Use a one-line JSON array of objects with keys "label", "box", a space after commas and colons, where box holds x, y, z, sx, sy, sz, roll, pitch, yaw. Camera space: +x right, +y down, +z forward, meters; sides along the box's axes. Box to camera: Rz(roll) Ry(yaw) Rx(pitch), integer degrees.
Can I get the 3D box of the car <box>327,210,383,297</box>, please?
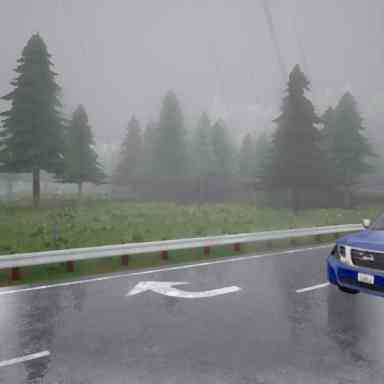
[{"label": "car", "box": [5.510, 1.224, 7.570, 5.566, 2.045, 2.150, 0, 0, -33]}]
